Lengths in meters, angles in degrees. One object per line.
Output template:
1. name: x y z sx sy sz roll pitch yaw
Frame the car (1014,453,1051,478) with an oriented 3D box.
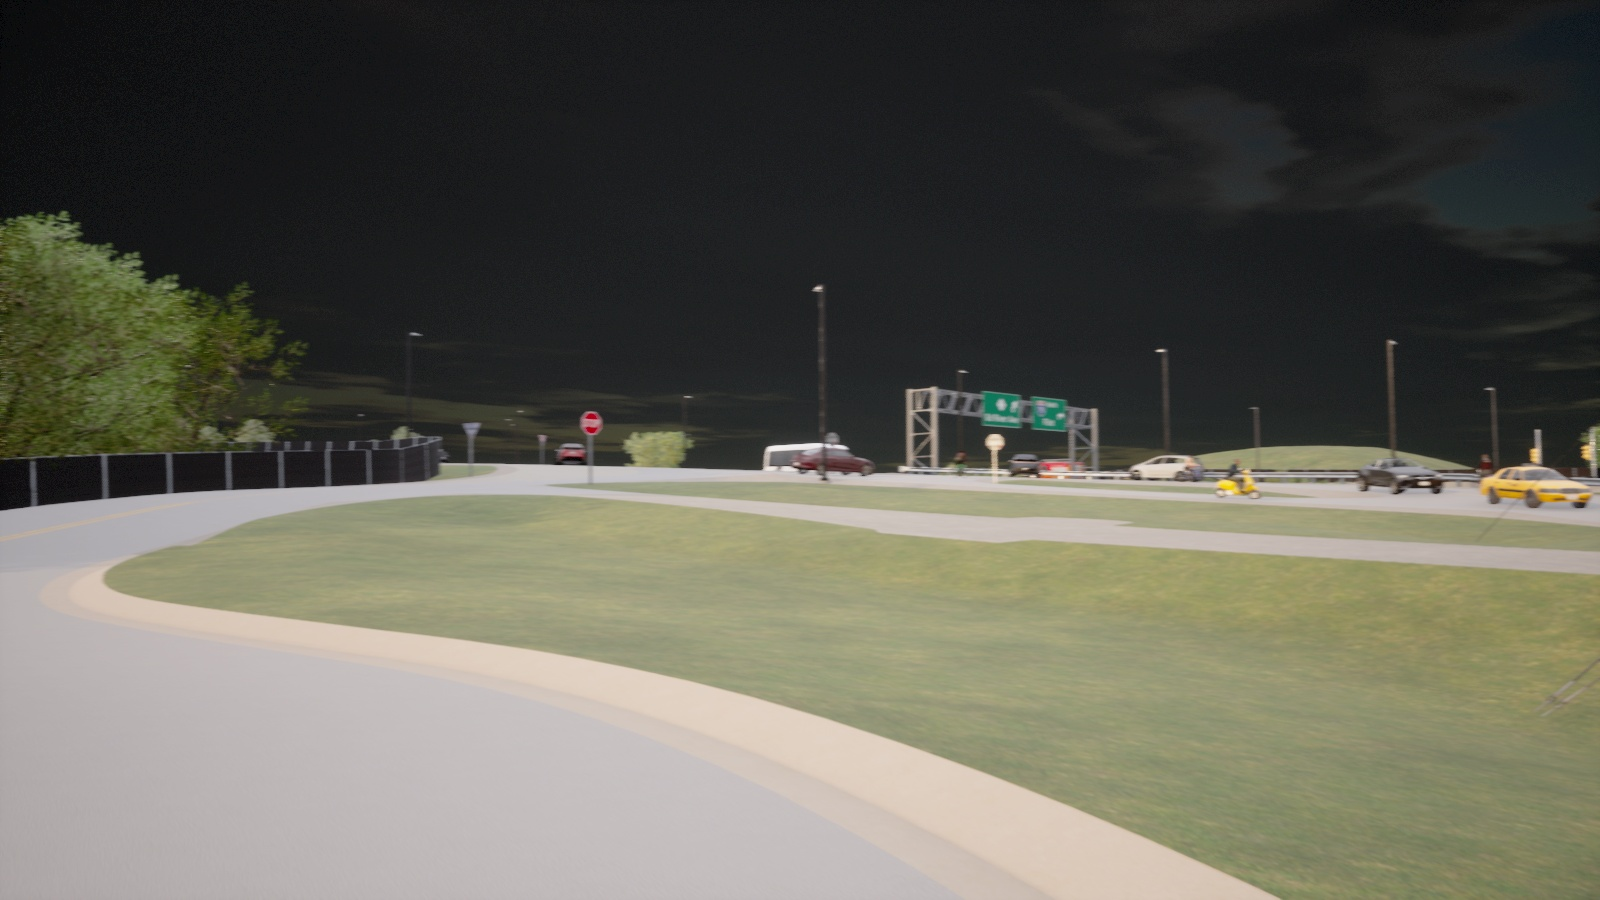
1. car: 14.826 1.018 80.271 2.128 1.511 4.902 2 -1 9

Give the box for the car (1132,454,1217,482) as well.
1. car: 23.638 1.128 79.342 4.611 1.667 2.242 1 -1 44

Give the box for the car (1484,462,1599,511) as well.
1. car: 27.089 1.295 45.797 1.801 1.575 5.366 0 1 5

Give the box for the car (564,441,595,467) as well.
1. car: -14.912 0.285 85.074 2.007 1.525 4.514 2 -2 -9

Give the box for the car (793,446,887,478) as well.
1. car: 2.097 0.621 64.828 4.674 1.442 1.812 2 0 -36

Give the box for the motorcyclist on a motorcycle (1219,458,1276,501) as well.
1. motorcyclist on a motorcycle: 17.204 1.143 48.287 1.817 1.590 0.866 1 -1 43

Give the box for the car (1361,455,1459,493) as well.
1. car: 28.260 1.083 58.354 2.152 1.651 5.027 -1 0 1
